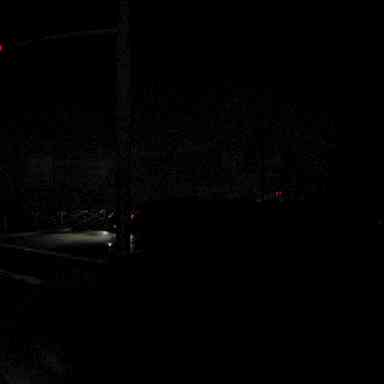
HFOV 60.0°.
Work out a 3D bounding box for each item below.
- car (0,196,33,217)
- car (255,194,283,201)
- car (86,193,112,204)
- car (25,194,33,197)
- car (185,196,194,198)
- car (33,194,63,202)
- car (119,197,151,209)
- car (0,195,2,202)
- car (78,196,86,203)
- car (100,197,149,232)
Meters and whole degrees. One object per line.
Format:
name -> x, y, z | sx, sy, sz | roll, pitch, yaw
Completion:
car -> -15.785, 1.339, 26.883 | 2.007, 1.523, 4.514 | 0, 0, 35
car -> 8.450, 1.221, 37.024 | 2.150, 2.045, 5.566 | 0, 0, 35
car -> -15.843, 1.097, 58.987 | 1.932, 1.855, 4.605 | 0, 0, 35
car -> -34.322, 1.232, 71.163 | 1.970, 1.475, 3.806 | 0, 0, 35
car -> -0.753, 1.374, 48.140 | 1.845, 1.501, 3.633 | 0, 0, 35
car -> -28.897, 1.153, 67.720 | 2.152, 1.636, 5.027 | 0, 0, 35
car -> -7.473, 1.384, 43.804 | 1.970, 1.475, 3.806 | 0, 0, 35
car -> -41.384, 1.298, 67.525 | 2.007, 1.523, 4.514 | 0, 0, 35
car -> -18.453, 1.077, 60.329 | 1.905, 1.878, 3.866 | 0, 0, 35
car -> -3.022, 1.352, 20.539 | 2.097, 1.767, 4.553 | 0, 0, 35
